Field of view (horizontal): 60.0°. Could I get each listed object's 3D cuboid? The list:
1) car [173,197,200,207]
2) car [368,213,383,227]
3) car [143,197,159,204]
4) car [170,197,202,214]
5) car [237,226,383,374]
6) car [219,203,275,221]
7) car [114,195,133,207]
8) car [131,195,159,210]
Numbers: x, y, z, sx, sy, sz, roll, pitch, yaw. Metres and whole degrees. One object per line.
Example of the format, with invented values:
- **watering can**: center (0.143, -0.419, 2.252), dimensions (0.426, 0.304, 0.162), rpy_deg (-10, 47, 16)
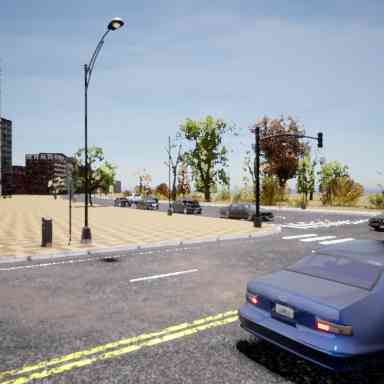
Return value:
- **car**: center (-1.021, 1.626, 56.102), dimensions (2.033, 1.411, 5.357), rpy_deg (0, 0, -32)
- **car**: center (12.767, 1.545, 19.756), dimensions (5.357, 1.411, 2.033), rpy_deg (0, 0, -32)
- **car**: center (-8.586, 1.667, 69.327), dimensions (1.994, 1.385, 4.181), rpy_deg (0, 0, -29)
- **car**: center (-0.731, 1.585, 36.408), dimensions (1.837, 1.490, 4.892), rpy_deg (0, 0, -32)
- **car**: center (3.245, 1.547, 5.613), dimensions (5.357, 1.411, 2.033), rpy_deg (0, 0, -34)
- **car**: center (4.445, 1.604, 27.998), dimensions (2.033, 1.411, 5.357), rpy_deg (0, 0, -31)
- **car**: center (-11.346, 1.627, 54.163), dimensions (1.837, 1.490, 4.892), rpy_deg (0, 0, -30)
- **car**: center (-6.110, 1.594, 45.241), dimensions (2.128, 1.511, 4.902), rpy_deg (0, 0, -31)
